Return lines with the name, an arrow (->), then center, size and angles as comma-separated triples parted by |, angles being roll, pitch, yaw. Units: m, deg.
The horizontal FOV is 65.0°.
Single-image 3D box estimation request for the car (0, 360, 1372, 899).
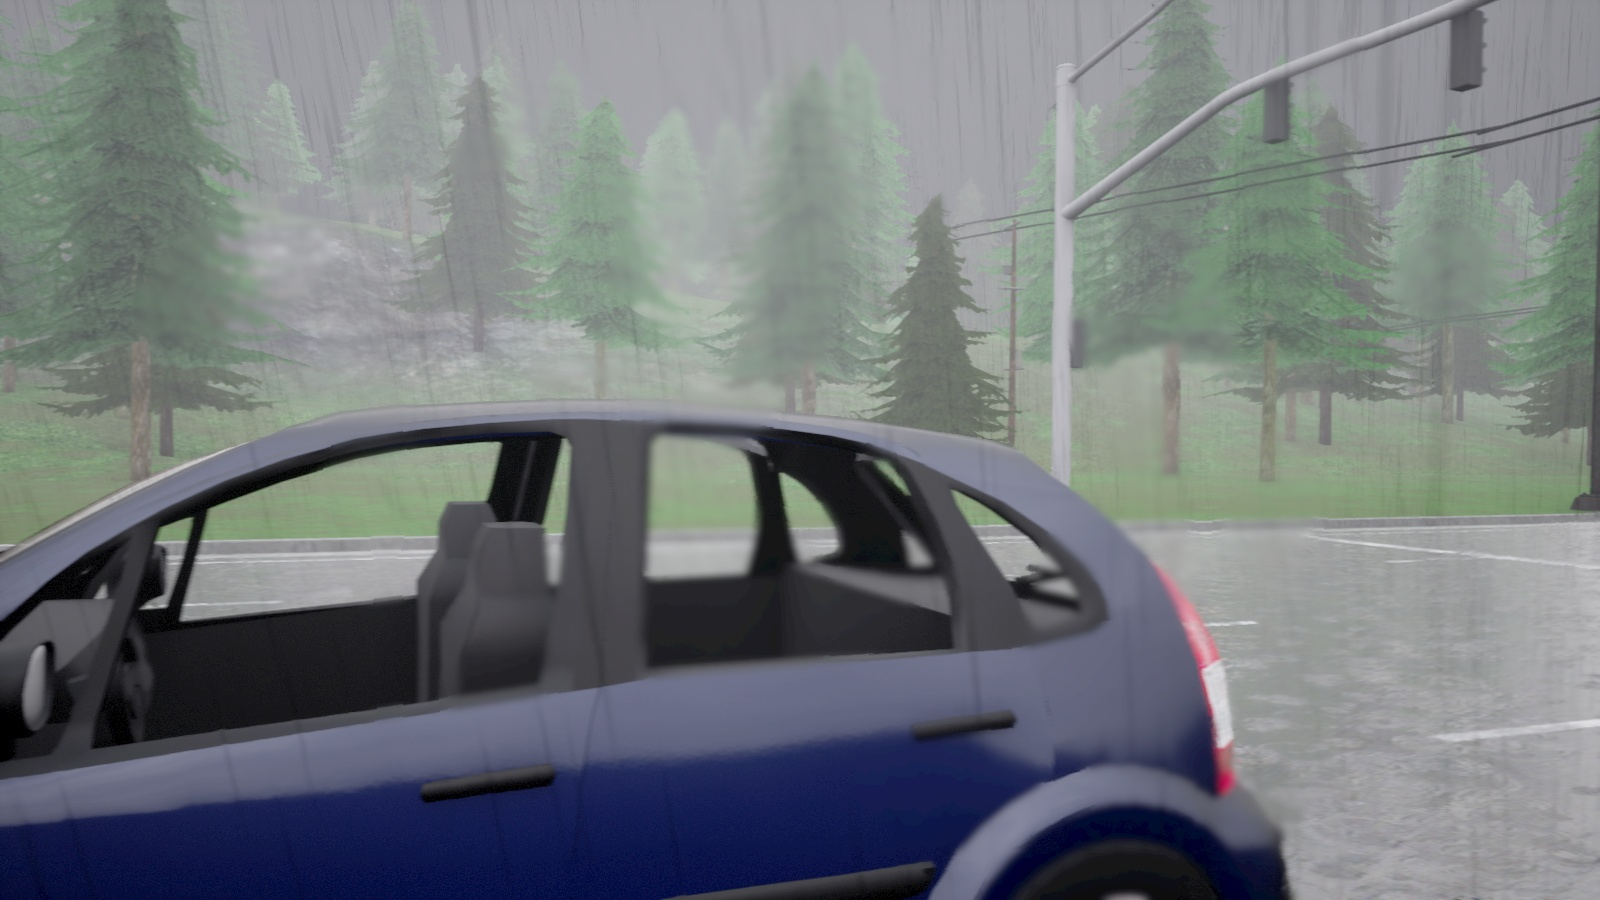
car -> -0.951, 0.659, 2.883 | 3.988, 1.617, 1.851 | -1, 1, -21
